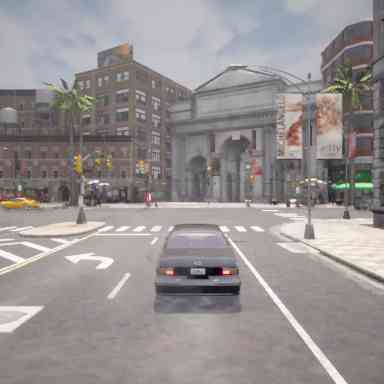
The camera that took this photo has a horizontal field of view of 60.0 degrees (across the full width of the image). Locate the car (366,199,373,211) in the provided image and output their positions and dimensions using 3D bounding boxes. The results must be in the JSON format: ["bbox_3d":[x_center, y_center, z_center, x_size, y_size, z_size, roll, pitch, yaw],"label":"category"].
[{"bbox_3d":[22.719,1.526,37.518,4.674,1.442,1.812,0,0,1],"label":"car"}]

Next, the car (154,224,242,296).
[{"bbox_3d":[0.114,1.547,8.800,2.033,1.411,5.357,0,0,0],"label":"car"}]

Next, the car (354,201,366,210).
[{"bbox_3d":[22.293,1.564,41.017,4.181,1.385,1.994,0,0,0],"label":"car"}]

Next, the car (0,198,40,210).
[{"bbox_3d":[-21.677,1.477,41.487,5.008,1.535,1.882,0,0,1],"label":"car"}]
